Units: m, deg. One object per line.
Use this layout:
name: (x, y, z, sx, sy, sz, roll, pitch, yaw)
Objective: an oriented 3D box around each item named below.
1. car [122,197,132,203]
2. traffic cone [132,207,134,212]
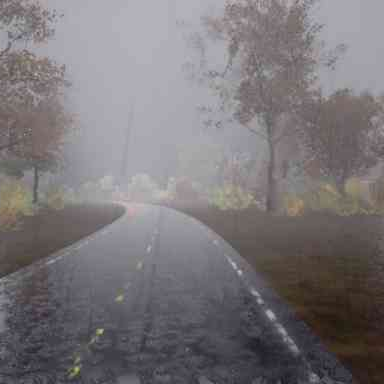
car: (-16.912, 2.116, 86.154, 2.033, 1.411, 5.357, 0, 0, -20)
traffic cone: (-6.907, 2.215, 37.976, 0.340, 0.580, 0.340, 0, 0, -9)
